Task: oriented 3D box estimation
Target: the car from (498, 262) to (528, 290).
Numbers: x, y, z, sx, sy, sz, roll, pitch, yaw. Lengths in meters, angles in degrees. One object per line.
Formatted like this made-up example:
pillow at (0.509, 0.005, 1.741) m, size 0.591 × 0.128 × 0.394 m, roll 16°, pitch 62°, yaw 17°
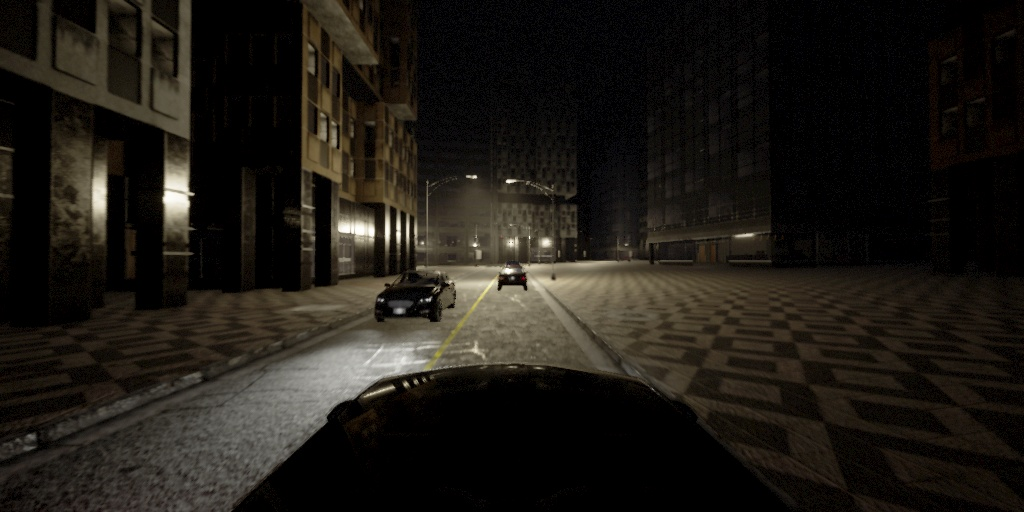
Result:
car at (0.050, 1.311, 22.850) m, size 2.033 × 1.411 × 5.357 m, roll 0°, pitch 0°, yaw 1°

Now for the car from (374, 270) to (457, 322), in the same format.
car at (-3.085, 1.245, 12.280) m, size 2.128 × 1.511 × 4.902 m, roll 0°, pitch 0°, yaw 0°

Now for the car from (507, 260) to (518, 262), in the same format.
car at (0.102, 1.280, 46.569) m, size 1.882 × 1.535 × 5.008 m, roll 0°, pitch 0°, yaw 0°
